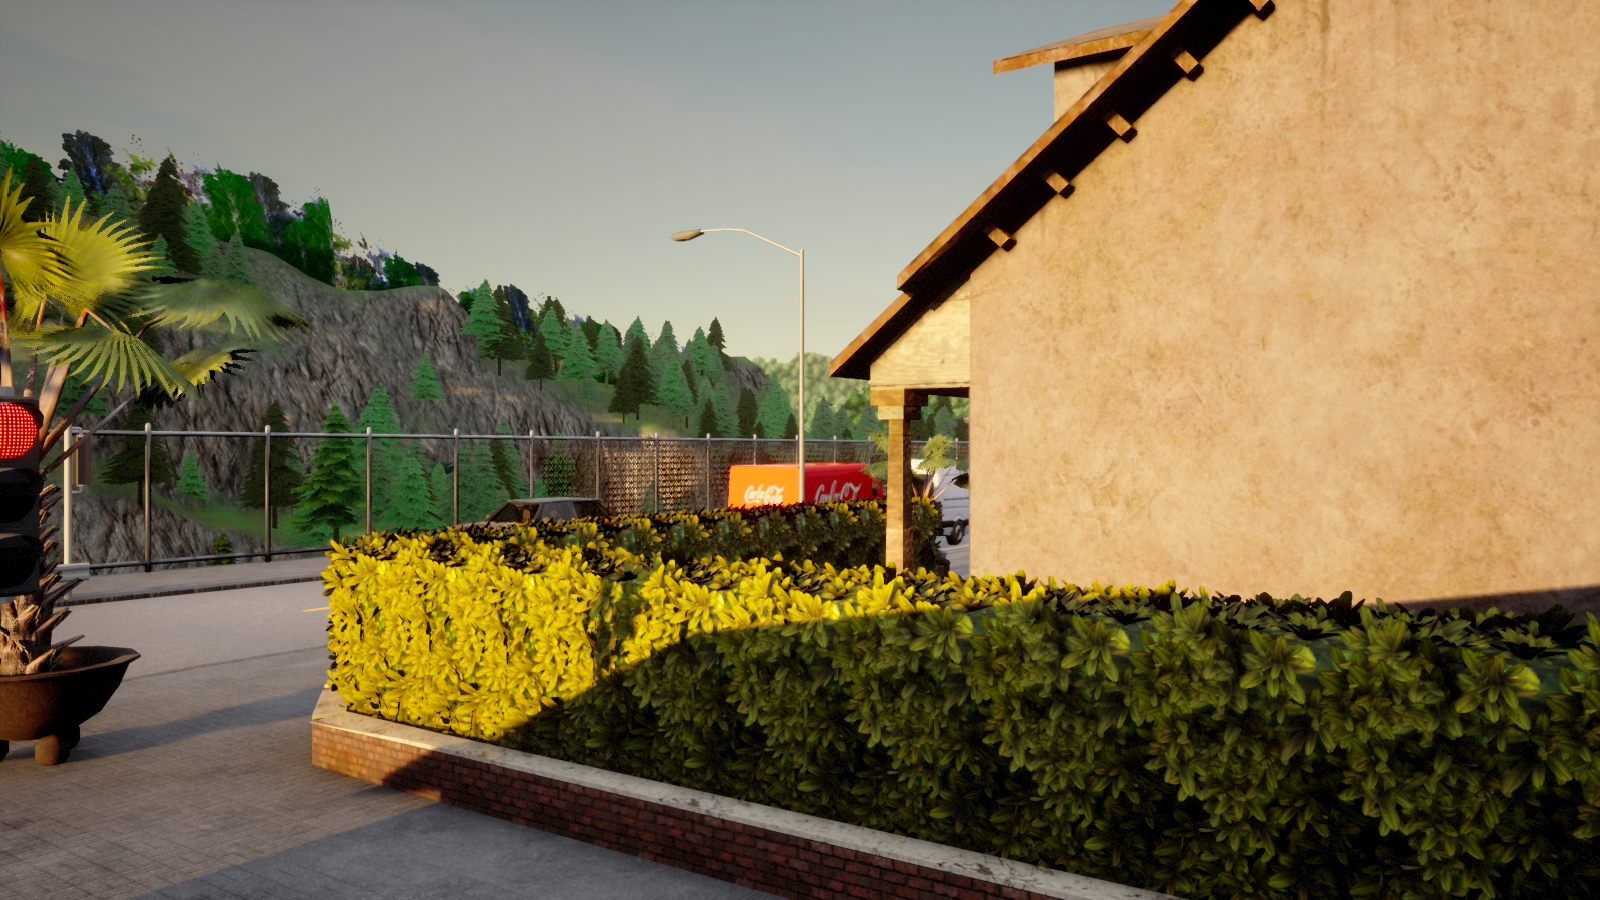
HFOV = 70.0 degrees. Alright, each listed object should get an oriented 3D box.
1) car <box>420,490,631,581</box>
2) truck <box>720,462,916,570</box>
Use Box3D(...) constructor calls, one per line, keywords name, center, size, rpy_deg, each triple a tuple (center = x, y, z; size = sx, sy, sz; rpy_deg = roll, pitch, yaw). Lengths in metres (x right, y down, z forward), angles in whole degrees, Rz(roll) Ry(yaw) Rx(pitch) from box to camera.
Box3D(name="car", center=(-6.312, 1.906, 26.765), size=(2.097, 1.767, 4.553), rpy_deg=(0, 0, 35))
Box3D(name="truck", center=(0.584, 1.568, 29.600), size=(2.627, 2.467, 5.204), rpy_deg=(0, 0, 35))
